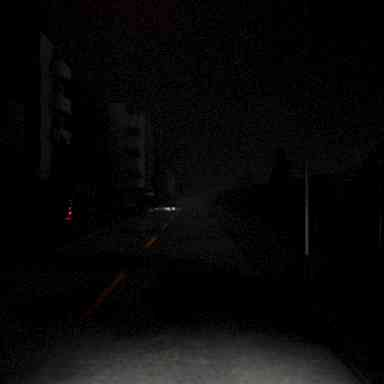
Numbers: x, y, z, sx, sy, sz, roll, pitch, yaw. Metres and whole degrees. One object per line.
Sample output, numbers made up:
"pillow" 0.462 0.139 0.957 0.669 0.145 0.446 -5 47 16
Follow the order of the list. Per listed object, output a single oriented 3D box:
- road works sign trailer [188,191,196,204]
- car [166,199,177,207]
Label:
"road works sign trailer" 0.008 1.507 94.592 2.380 3.560 2.880 0 -1 0
"car" -4.013 2.213 65.004 2.128 1.511 4.902 0 -1 1
